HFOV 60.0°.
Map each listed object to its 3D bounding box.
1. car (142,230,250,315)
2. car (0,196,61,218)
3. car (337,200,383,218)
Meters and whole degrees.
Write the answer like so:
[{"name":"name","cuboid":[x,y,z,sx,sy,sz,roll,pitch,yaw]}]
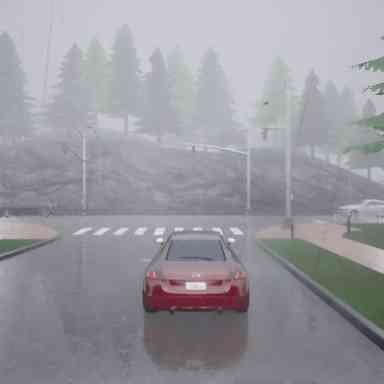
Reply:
[{"name":"car","cuboid":[0.084,1.561,7.648,1.994,1.385,4.181,0,0,0]},{"name":"car","cuboid":[-13.246,1.178,27.226,4.553,1.767,2.097,0,0,0]},{"name":"car","cuboid":[14.374,1.352,27.170,4.674,1.442,1.812,0,0,0]}]
